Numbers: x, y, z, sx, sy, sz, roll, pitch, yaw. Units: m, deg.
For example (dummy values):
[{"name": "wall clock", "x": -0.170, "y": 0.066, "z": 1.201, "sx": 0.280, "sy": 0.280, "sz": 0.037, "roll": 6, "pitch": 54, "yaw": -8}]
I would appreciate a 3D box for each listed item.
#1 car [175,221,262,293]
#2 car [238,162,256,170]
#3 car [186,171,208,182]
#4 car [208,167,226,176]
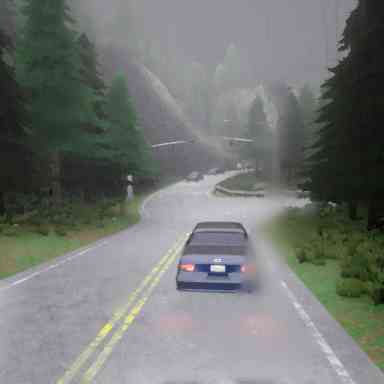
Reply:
[{"name": "car", "x": 0.726, "y": 1.497, "z": 8.876, "sx": 2.033, "sy": 1.411, "sz": 5.357, "roll": 0, "pitch": 0, "yaw": 5}, {"name": "car", "x": 11.873, "y": -5.480, "z": 71.019, "sx": 4.892, "sy": 1.490, "sz": 1.837, "roll": -9, "pitch": 9, "yaw": -36}, {"name": "car", "x": 0.564, "y": -2.568, "z": 55.102, "sx": 1.837, "sy": 1.490, "sz": 4.892, "roll": 2, "pitch": 10, "yaw": 19}, {"name": "car", "x": 4.634, "y": -4.049, "z": 63.644, "sx": 2.128, "sy": 1.511, "sz": 4.902, "roll": 4, "pitch": 10, "yaw": 36}]
